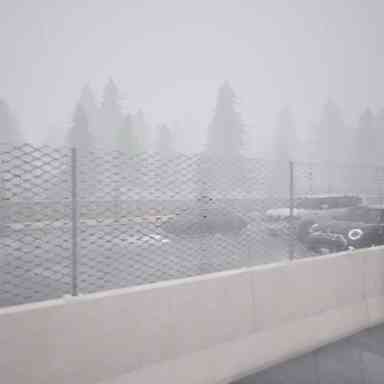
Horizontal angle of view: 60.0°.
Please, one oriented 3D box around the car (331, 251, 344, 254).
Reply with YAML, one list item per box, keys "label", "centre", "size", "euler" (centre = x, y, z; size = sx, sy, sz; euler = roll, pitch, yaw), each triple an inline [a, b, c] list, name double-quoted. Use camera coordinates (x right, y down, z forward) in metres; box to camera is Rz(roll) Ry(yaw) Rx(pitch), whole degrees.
- label: "car"
  centre: [6.204, 1.257, 11.620]
  size: [4.553, 1.767, 2.097]
  euler: [0, 1, -28]
